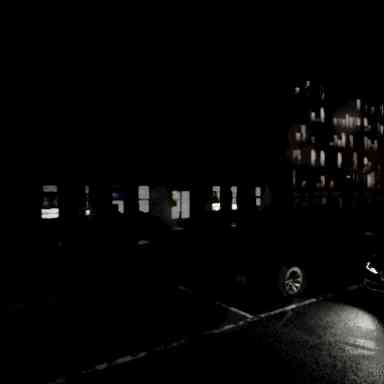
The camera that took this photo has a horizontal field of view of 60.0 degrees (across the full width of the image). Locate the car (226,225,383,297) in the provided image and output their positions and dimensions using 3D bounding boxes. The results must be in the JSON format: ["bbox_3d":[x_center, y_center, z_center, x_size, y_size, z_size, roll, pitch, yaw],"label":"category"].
[{"bbox_3d":[2.841,1.554,8.590,4.313,1.339,1.947,0,0,-35],"label":"car"}]

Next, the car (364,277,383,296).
[{"bbox_3d":[5.795,1.490,7.509,4.892,1.490,1.837,0,0,-35],"label":"car"}]
